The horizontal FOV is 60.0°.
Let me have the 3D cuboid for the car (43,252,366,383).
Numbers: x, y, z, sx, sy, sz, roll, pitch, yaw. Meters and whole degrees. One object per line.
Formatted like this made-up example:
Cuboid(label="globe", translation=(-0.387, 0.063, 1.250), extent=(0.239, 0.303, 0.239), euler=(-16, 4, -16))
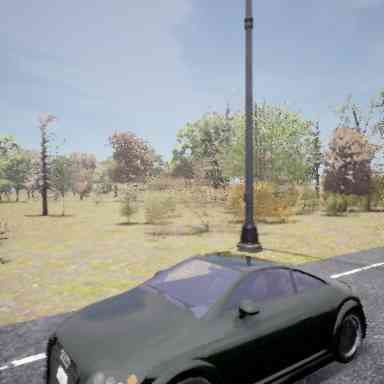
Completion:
Cuboid(label="car", translation=(0.394, 1.556, 4.299), extent=(4.181, 1.385, 1.994), euler=(0, 0, -36))
